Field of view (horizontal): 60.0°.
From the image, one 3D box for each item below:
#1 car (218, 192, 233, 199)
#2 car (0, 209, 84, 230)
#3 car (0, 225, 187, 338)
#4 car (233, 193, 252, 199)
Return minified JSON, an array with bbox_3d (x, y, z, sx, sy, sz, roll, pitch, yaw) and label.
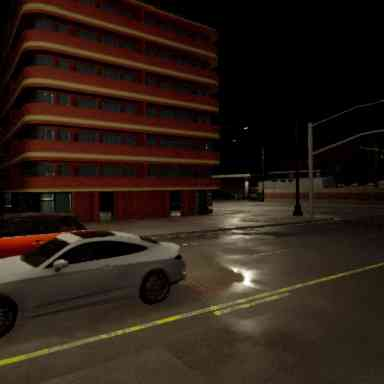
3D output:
[{"bbox_3d":[8.949,0.929,86.191,4.611,1.667,2.242,-1,1,-35],"label":"car"},{"bbox_3d":[-4.949,1.384,9.059,4.553,1.767,2.097,0,0,-35],"label":"car"},{"bbox_3d":[-2.279,1.549,6.663,4.674,1.442,1.812,0,0,-35],"label":"car"},{"bbox_3d":[12.919,1.061,81.968,3.806,1.475,1.970,-1,1,-35],"label":"car"}]
